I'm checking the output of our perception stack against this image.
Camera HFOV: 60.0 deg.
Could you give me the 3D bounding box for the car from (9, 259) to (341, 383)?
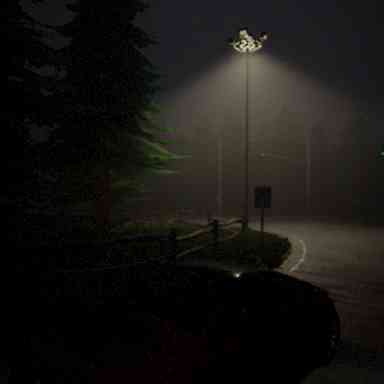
[{"bbox_3d":[0.174,1.602,4.055,1.994,1.385,4.181,0,-1,44],"label":"car"}]
